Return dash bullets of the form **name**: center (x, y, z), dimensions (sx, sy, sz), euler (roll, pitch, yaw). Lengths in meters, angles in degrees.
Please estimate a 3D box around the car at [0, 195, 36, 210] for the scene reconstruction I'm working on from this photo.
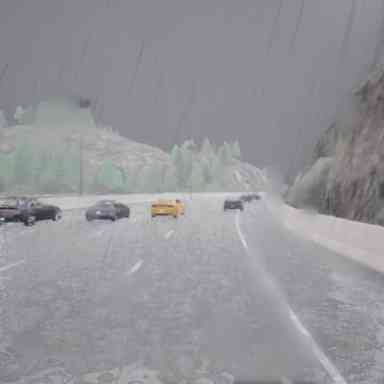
- **car**: center (-18.344, 1.010, 33.988), dimensions (1.895, 1.301, 4.718), euler (1, 1, 10)

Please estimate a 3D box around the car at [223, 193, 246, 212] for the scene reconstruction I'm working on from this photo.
- **car**: center (4.341, 1.170, 34.593), dimensions (1.882, 1.535, 5.008), euler (1, 1, 11)

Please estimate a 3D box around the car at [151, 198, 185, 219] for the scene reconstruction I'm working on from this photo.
- **car**: center (-1.801, 1.180, 26.055), dimensions (1.882, 1.535, 5.008), euler (0, 1, 8)

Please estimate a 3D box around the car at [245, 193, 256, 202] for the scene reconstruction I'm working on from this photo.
- **car**: center (9.769, 0.978, 59.597), dimensions (1.882, 1.535, 5.008), euler (1, 0, 19)

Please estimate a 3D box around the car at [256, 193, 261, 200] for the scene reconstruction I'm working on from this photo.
- **car**: center (12.863, 0.945, 68.380), dimensions (1.837, 1.490, 4.892), euler (1, 1, 22)

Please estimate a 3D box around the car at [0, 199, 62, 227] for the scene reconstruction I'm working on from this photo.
- **car**: center (-9.546, 1.163, 19.688), dimensions (2.128, 1.511, 4.902), euler (1, 1, 6)

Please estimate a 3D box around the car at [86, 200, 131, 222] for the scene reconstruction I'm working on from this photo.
- **car**: center (-5.653, 1.251, 22.941), dimensions (1.994, 1.385, 4.181), euler (1, 1, 7)
